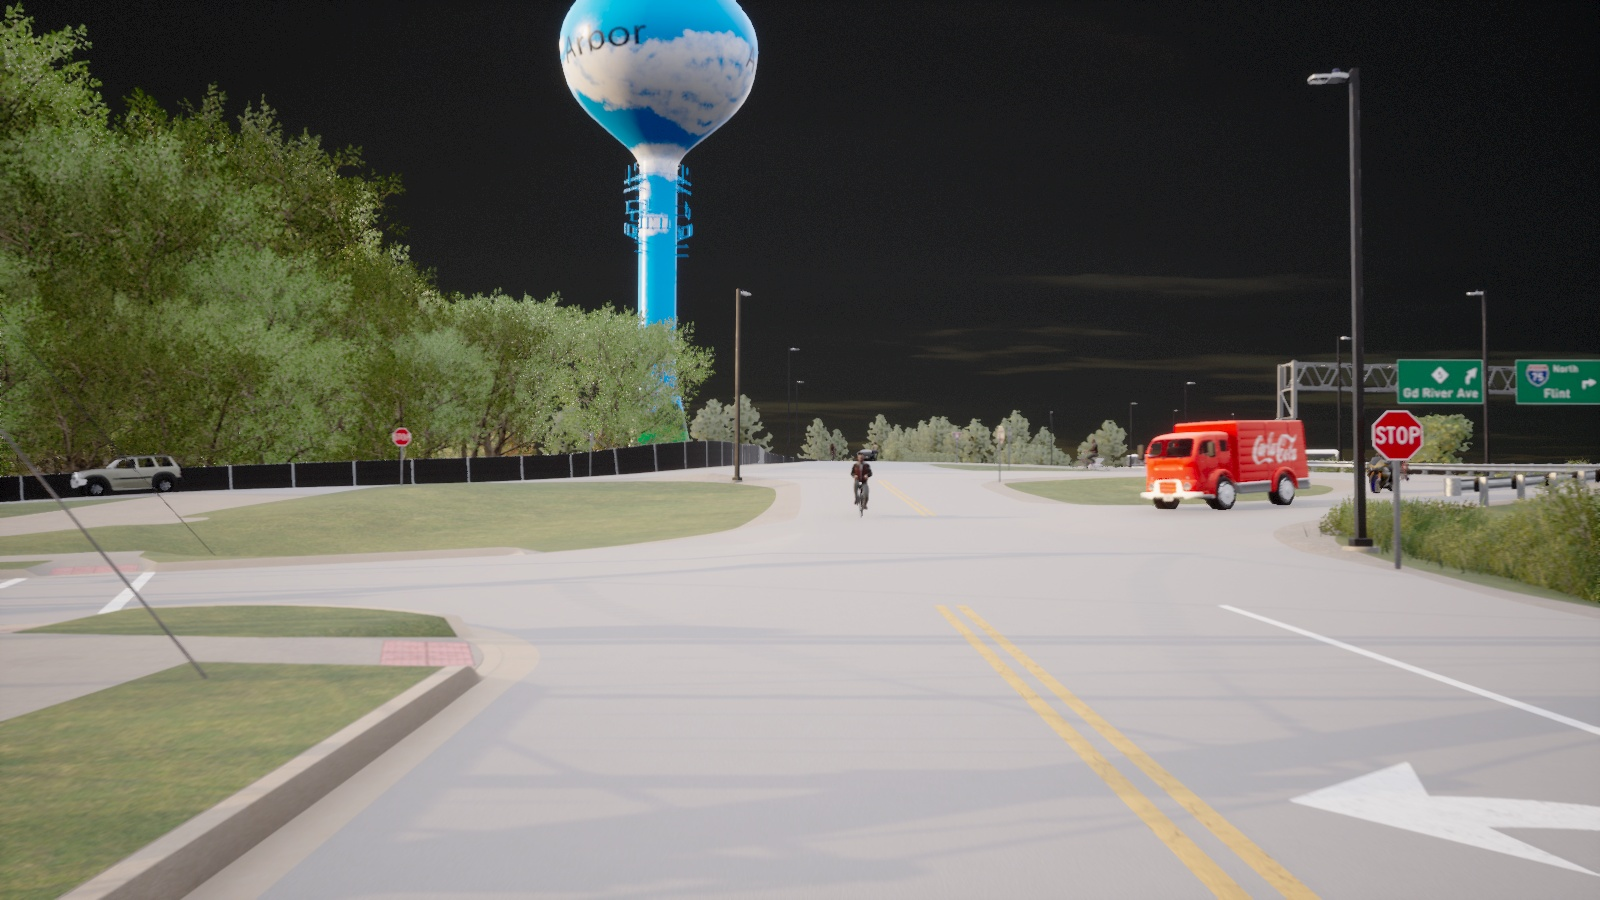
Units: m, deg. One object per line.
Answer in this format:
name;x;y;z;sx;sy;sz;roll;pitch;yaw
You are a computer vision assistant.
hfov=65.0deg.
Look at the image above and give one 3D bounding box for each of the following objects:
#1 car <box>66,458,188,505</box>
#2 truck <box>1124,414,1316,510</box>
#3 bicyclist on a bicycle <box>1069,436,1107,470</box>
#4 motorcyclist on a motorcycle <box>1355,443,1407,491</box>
car;-31.140;1.433;58.177;4.605;1.855;1.932;-4;1;-39
truck;12.096;0.318;36.043;5.204;2.467;2.627;-2;-1;-38
bicyclist on a bicycle;15.082;0.163;65.883;1.843;1.776;0.659;0;1;2
motorcyclist on a motorcycle;19.655;0.568;42.440;0.866;1.530;2.191;-3;0;44
